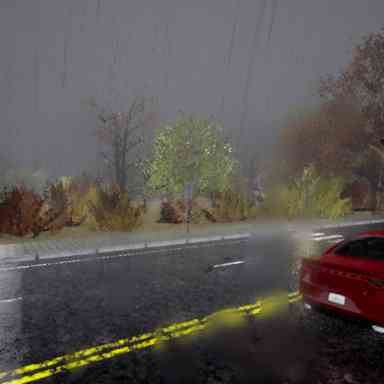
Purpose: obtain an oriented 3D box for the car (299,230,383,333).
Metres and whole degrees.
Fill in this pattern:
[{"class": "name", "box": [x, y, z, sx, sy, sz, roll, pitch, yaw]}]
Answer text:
[{"class": "car", "box": [4.184, 1.475, 6.417, 5.008, 1.535, 1.882, 1, 0, -35]}]
